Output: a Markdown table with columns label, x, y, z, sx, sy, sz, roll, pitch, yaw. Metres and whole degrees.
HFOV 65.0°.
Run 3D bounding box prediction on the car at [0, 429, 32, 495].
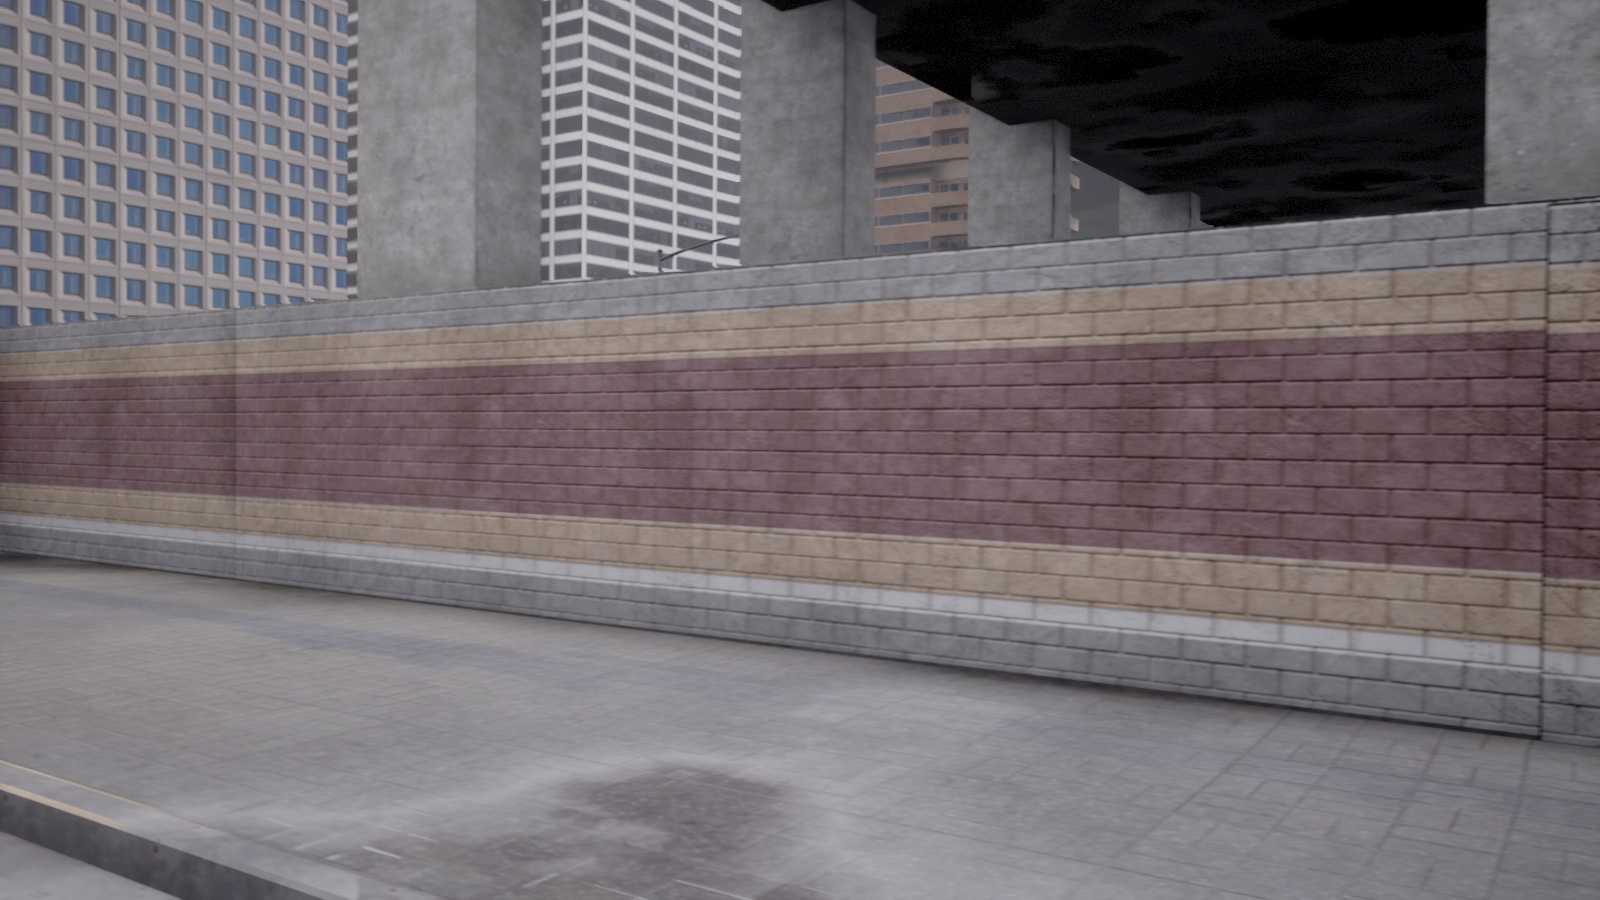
| label | x | y | z | sx | sy | sz | roll | pitch | yaw |
| --- | --- | --- | --- | --- | --- | --- | --- | --- | --- |
| car | -21.744 | 0.332 | 30.302 | 2.152 | 1.651 | 5.027 | 0 | 1 | 34 |
